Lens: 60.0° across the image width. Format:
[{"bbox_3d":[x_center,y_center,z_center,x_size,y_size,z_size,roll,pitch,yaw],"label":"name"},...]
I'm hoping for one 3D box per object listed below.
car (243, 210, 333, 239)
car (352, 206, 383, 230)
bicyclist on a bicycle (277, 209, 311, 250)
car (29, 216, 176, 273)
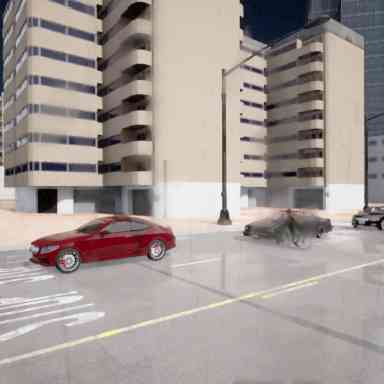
[{"bbox_3d":[4.969,1.636,16.678,5.357,1.411,2.033,1,-1,-38],"label":"car"},{"bbox_3d":[12.770,1.726,22.670,4.902,1.511,2.128,1,-1,-38],"label":"car"},{"bbox_3d":[4.081,1.514,13.473,0.582,1.620,1.656,1,-2,-37],"label":"bicyclist on a bicycle"},{"bbox_3d":[-2.687,1.529,10.779,4.674,1.442,1.812,0,0,-38],"label":"car"}]
